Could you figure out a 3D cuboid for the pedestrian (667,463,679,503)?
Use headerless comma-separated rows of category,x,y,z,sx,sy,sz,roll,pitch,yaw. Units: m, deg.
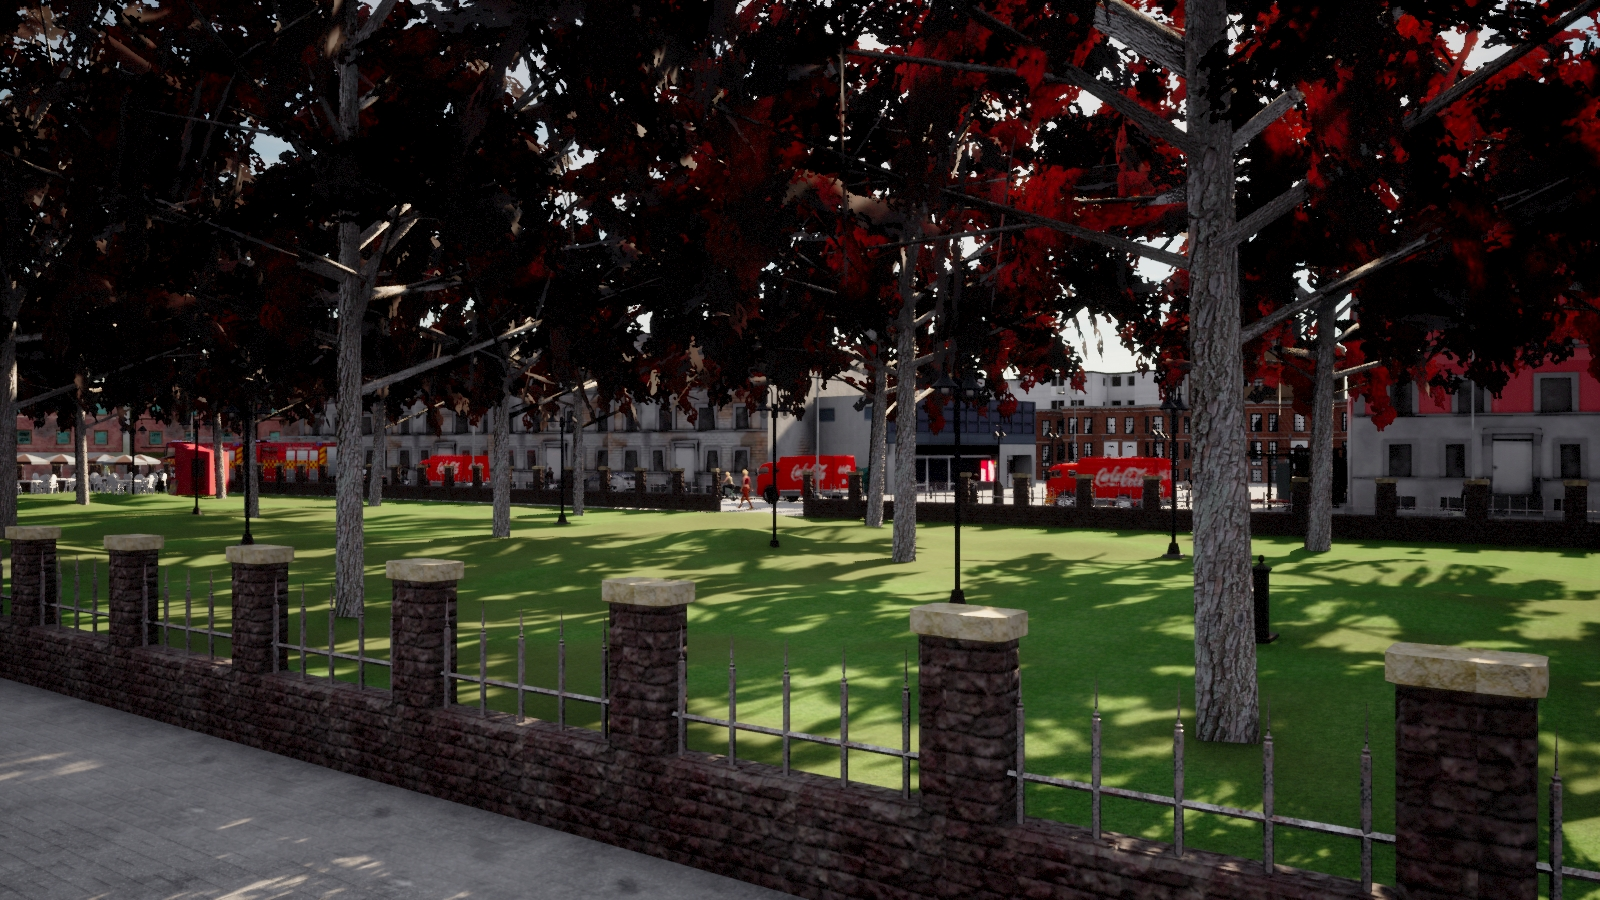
pedestrian,-5.912,1.525,53.173,0.375,1.860,0.375,0,0,35

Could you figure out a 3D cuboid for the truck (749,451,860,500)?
truck,0.213,1.330,59.631,5.204,2.467,2.627,-2,-1,35

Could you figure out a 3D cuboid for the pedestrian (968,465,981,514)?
pedestrian,6.764,1.524,44.254,0.375,1.860,0.375,0,0,35

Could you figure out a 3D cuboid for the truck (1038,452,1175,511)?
truck,13.457,1.344,50.303,5.204,2.467,2.627,0,0,36

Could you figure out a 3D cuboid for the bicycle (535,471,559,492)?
bicycle,-15.681,1.940,70.806,1.835,1.271,0.329,0,0,35

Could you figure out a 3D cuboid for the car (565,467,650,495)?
car,-11.432,1.827,67.802,4.902,1.511,2.128,0,0,35

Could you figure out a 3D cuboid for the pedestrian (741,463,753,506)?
pedestrian,-2.354,1.522,50.735,0.375,1.860,0.375,0,0,30

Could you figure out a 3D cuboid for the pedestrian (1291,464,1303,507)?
pedestrian,21.394,1.524,49.183,0.375,1.860,0.375,0,0,37
